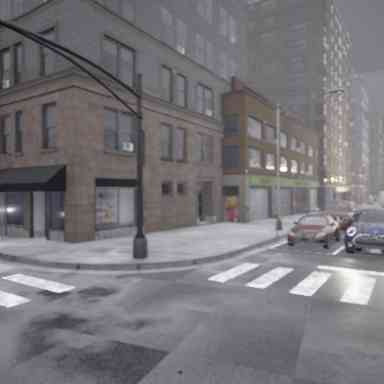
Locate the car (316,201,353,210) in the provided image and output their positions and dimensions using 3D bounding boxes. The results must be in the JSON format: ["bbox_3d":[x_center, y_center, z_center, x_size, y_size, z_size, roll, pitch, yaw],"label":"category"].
[{"bbox_3d":[8.696,1.462,19.801,2.192,1.841,5.009,-1,-1,33],"label":"car"}]

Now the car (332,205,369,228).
[{"bbox_3d":[11.743,1.735,24.455,1.887,1.381,4.507,-1,-1,33],"label":"car"}]

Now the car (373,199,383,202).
[{"bbox_3d":[20.881,1.878,38.426,2.008,1.369,4.403,-1,-1,33],"label":"car"}]

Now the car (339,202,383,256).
[{"bbox_3d":[7.480,1.444,13.226,2.097,1.767,4.553,0,-1,33],"label":"car"}]

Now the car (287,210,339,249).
[{"bbox_3d":[5.652,1.686,15.141,1.802,1.307,4.206,-1,-1,33],"label":"car"}]

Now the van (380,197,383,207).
[{"bbox_3d":[36.110,1.904,61.716,1.690,1.788,3.998,-1,-1,33],"label":"van"}]
